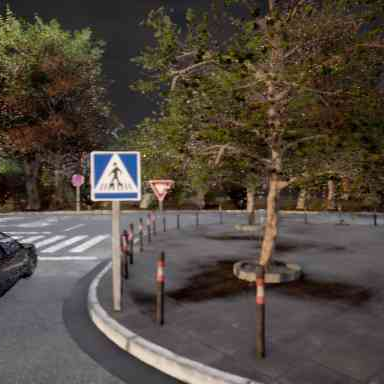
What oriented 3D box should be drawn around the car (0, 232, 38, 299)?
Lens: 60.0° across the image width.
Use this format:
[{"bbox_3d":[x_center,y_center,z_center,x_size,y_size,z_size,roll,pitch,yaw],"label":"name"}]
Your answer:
[{"bbox_3d":[-4.639,1.517,6.797,2.033,1.411,5.357,-1,0,-14],"label":"car"}]
